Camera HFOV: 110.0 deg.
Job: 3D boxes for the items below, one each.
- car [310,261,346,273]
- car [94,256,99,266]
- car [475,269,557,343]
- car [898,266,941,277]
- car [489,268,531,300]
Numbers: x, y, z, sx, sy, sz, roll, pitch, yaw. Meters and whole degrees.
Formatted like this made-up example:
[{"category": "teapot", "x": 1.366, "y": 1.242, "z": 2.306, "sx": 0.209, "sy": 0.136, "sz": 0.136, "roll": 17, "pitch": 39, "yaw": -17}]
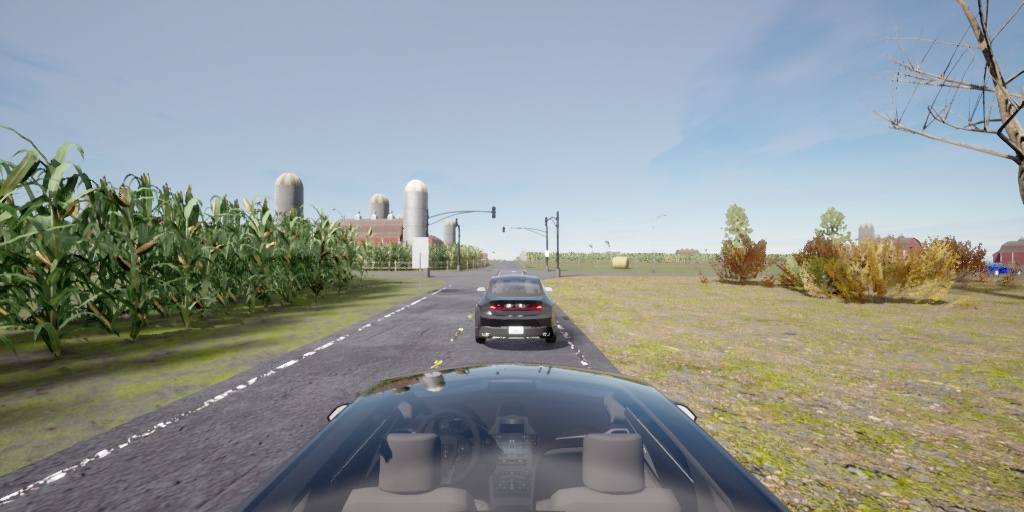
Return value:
[{"category": "car", "x": -19.983, "y": 0.930, "z": 37.665, "sx": 4.553, "sy": 1.767, "sz": 2.097, "roll": 0, "pitch": -1, "yaw": -3}, {"category": "car", "x": -39.266, "y": 0.646, "z": 36.601, "sx": 5.566, "sy": 2.045, "sz": 2.150, "roll": 0, "pitch": -1, "yaw": -3}, {"category": "car", "x": 0.080, "y": 1.259, "z": 9.686, "sx": 1.837, "sy": 1.490, "sz": 4.892, "roll": 0, "pitch": 0, "yaw": 0}, {"category": "car", "x": 48.561, "y": 1.768, "z": 42.548, "sx": 4.181, "sy": 1.385, "sz": 1.994, "roll": 1, "pitch": -1, "yaw": -5}, {"category": "car", "x": 0.033, "y": 1.360, "z": 18.838, "sx": 1.895, "sy": 1.301, "sz": 4.718, "roll": 0, "pitch": 0, "yaw": 4}]
